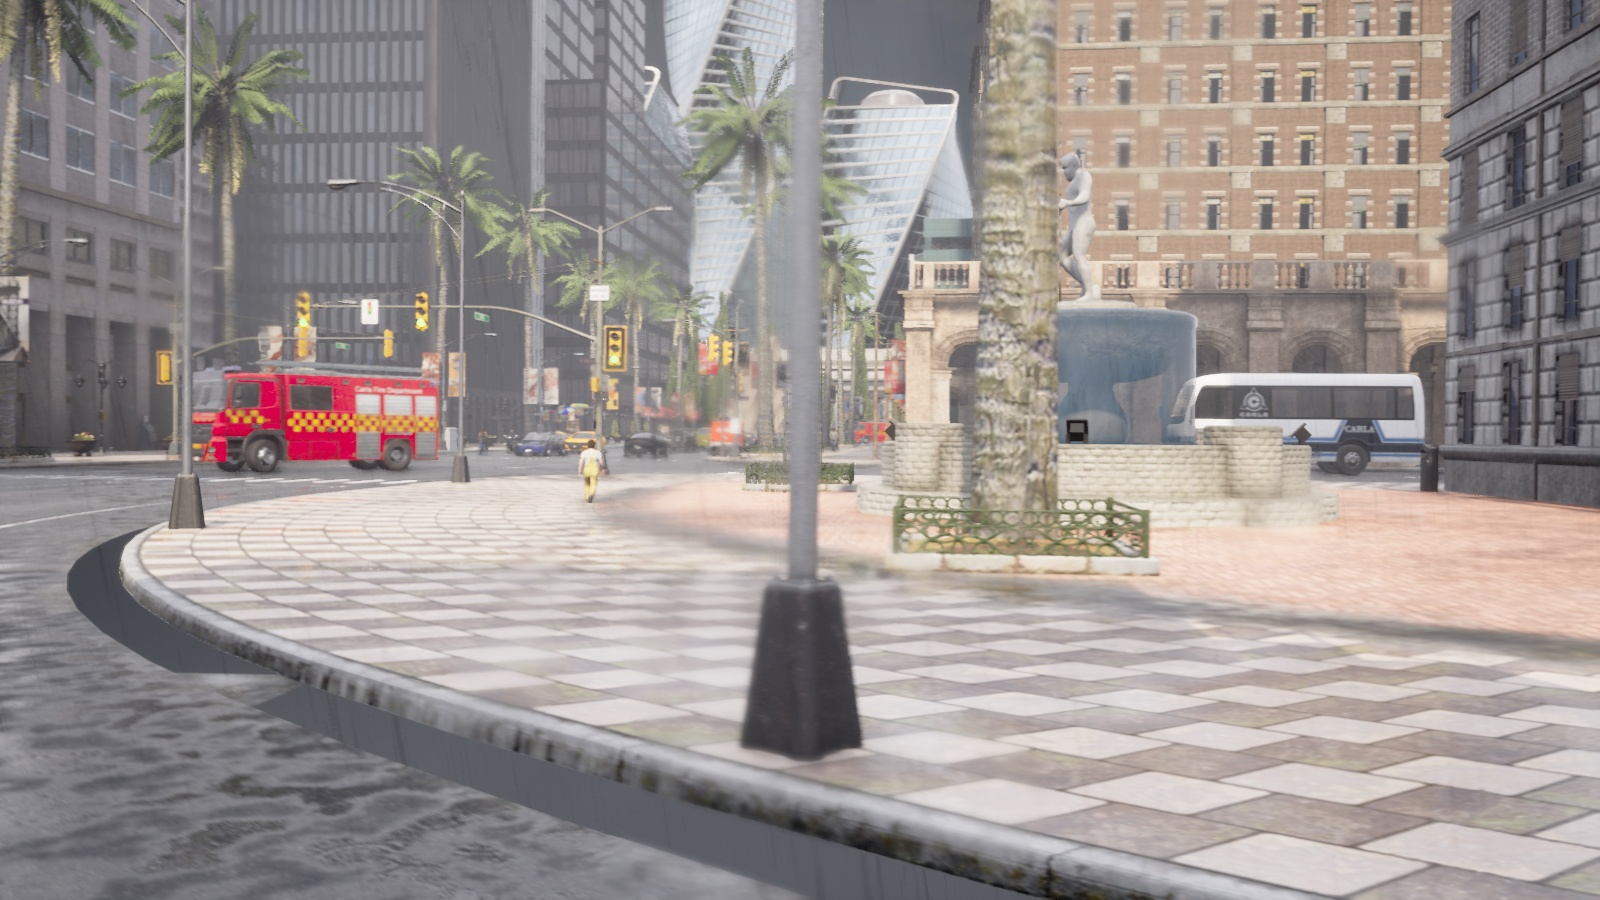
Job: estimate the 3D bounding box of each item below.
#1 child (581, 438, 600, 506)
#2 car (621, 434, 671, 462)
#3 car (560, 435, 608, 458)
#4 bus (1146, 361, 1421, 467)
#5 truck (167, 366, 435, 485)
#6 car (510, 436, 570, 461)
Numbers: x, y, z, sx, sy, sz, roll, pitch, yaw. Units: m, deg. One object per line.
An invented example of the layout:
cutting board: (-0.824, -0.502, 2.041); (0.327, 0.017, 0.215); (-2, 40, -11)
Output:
child: (-3.932, 0.402, 23.568); (0.270, 1.263, 0.437); (-1, 1, -2)
car: (-9.012, -0.153, 73.830); (1.882, 1.535, 5.008); (0, 1, 5)
car: (-14.721, -0.256, 85.713); (1.882, 1.535, 5.008); (0, 1, 6)
bus: (20.353, -1.497, 53.585); (10.273, 4.253, 3.944); (0, 1, 6)
truck: (-17.536, -0.854, 44.757); (2.891, 3.827, 8.468); (0, 1, 41)
car: (-15.753, -0.106, 76.344); (2.163, 1.488, 4.792); (0, 1, 6)
